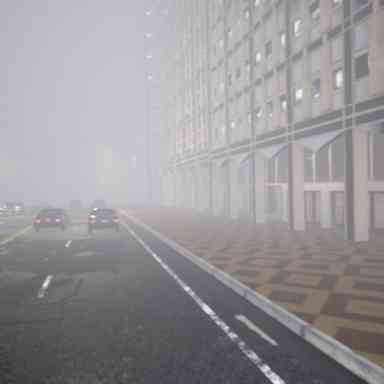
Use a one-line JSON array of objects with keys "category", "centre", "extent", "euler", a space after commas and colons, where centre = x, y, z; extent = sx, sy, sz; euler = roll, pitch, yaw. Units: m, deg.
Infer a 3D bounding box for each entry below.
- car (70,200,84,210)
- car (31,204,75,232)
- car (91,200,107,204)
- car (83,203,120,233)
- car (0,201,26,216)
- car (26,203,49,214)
[{"category": "car", "centre": [-17.653, 1.925, 50.926], "extent": [1.882, 1.535, 5.008], "euler": [-2, 0, -16]}, {"category": "car", "centre": [-9.417, 1.798, 22.583], "extent": [2.033, 1.411, 5.357], "euler": [-2, 0, -16]}, {"category": "car", "centre": [-12.794, 1.823, 45.844], "extent": [1.837, 1.490, 4.892], "euler": [-2, 0, -16]}, {"category": "car", "centre": [-5.569, 1.692, 20.927], "extent": [2.033, 1.411, 5.357], "euler": [-2, 0, -16]}, {"category": "car", "centre": [-21.493, 1.921, 40.204], "extent": [2.097, 1.767, 4.553], "euler": [-2, 0, -16]}, {"category": "car", "centre": [-18.201, 2.024, 40.510], "extent": [2.033, 1.411, 5.357], "euler": [-2, 0, -16]}]
